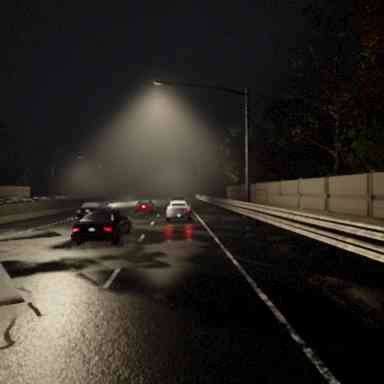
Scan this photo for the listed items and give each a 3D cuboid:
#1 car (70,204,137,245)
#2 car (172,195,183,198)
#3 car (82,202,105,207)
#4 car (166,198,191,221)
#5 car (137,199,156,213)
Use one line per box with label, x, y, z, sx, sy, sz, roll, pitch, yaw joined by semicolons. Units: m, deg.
car;-4.056;1.522;15.562;2.033;1.411;5.357;-1;0;-3
car;-1.830;1.216;42.782;2.097;1.767;4.553;-1;0;-3
car;-8.133;1.516;27.913;2.033;1.411;5.357;-1;0;-3
car;-1.048;1.430;26.202;1.812;1.442;4.674;-1;0;-3
car;-4.990;1.477;35.748;1.994;1.385;4.181;-1;0;-3
